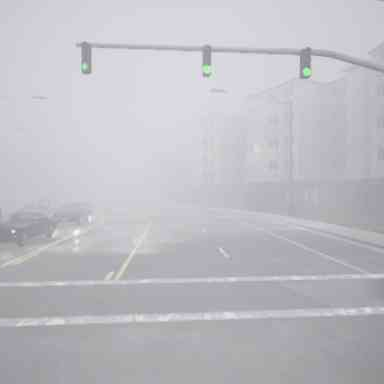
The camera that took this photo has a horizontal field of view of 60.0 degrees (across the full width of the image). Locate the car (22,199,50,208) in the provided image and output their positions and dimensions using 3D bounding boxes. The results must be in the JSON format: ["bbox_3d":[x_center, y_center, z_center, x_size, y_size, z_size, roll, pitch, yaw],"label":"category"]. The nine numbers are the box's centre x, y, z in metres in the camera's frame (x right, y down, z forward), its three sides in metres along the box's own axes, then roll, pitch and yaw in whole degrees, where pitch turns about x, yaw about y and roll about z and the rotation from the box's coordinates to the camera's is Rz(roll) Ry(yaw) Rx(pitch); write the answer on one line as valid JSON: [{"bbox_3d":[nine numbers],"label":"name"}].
[{"bbox_3d":[-12.672,1.586,26.857,2.033,1.411,5.357,0,0,-12],"label":"car"}]

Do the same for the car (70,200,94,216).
[{"bbox_3d":[-11.430,1.587,34.355,2.033,1.411,5.357,0,0,-22],"label":"car"}]

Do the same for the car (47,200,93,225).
[{"bbox_3d":[-8.803,1.514,24.401,1.882,1.535,5.008,0,0,-9],"label":"car"}]

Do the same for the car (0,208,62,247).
[{"bbox_3d":[-7.873,1.635,15.268,1.895,1.301,4.718,0,0,-2],"label":"car"}]

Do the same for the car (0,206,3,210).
[{"bbox_3d":[-11.457,1.257,16.337,2.150,2.045,5.566,0,0,-4],"label":"car"}]

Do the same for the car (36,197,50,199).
[{"bbox_3d":[-16.352,1.395,36.600,2.097,1.767,4.553,0,0,-28],"label":"car"}]
